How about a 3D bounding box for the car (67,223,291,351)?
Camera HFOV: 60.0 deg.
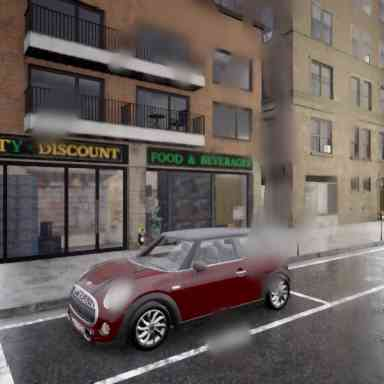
[{"bbox_3d":[-0.098,1.440,6.125,4.097,1.590,1.967,0,0,-36],"label":"car"}]
